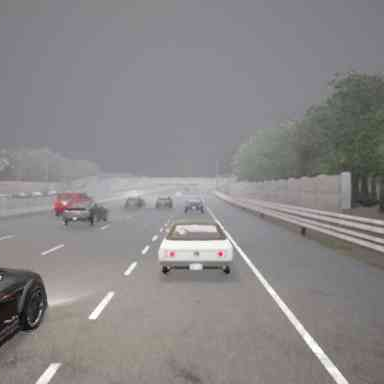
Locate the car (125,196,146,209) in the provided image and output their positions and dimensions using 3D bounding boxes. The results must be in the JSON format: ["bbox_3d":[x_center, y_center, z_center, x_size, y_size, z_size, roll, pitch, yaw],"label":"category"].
[{"bbox_3d":[-6.732,1.227,39.826,2.128,1.511,4.902,0,0,0],"label":"car"}]

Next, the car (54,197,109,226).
[{"bbox_3d":[-6.846,1.346,21.904,2.128,1.511,4.902,0,0,0],"label":"car"}]

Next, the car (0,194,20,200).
[{"bbox_3d":[-27.782,1.137,50.707,1.837,1.490,4.892,0,1,1],"label":"car"}]

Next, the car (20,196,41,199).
[{"bbox_3d":[-24.267,1.218,51.834,1.895,1.301,4.718,0,1,1],"label":"car"}]

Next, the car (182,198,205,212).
[{"bbox_3d":[0.222,1.302,33.772,1.812,1.442,4.674,0,0,0],"label":"car"}]

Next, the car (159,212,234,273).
[{"bbox_3d":[0.114,1.532,10.371,1.895,1.301,4.718,0,0,0],"label":"car"}]

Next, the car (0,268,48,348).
[{"bbox_3d":[-3.497,1.537,4.101,1.994,1.385,4.181,0,0,0],"label":"car"}]

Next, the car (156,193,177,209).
[{"bbox_3d":[-3.323,1.219,41.155,2.128,1.511,4.902,0,0,0],"label":"car"}]

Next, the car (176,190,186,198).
[{"bbox_3d":[-2.940,0.679,73.695,1.812,1.442,4.674,0,2,1],"label":"car"}]

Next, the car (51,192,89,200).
[{"bbox_3d":[-10.316,1.025,29.645,2.150,2.045,5.566,0,0,0],"label":"car"}]

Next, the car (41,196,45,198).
[{"bbox_3d":[-20.787,1.196,50.788,1.994,1.385,4.181,0,1,1],"label":"car"}]
